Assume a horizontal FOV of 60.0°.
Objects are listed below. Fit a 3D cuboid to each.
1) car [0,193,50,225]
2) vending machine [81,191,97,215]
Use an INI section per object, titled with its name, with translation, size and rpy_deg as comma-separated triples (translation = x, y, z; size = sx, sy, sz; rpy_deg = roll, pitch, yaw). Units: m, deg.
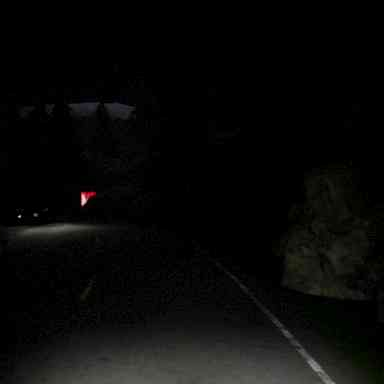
[car]
translation = -12.015, 1.090, 23.044
size = 5.566, 2.045, 2.150
rpy_deg = 0, 0, 41
[vending machine]
translation = -9.267, 1.000, 29.975
size = 0.880, 2.100, 1.100
rpy_deg = 0, 1, 38
